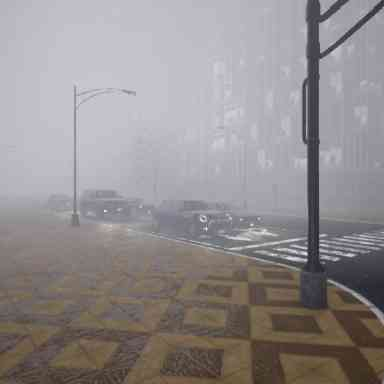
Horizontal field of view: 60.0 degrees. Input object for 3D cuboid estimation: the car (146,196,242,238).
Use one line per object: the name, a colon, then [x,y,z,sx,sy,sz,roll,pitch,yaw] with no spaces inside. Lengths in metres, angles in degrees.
car: [-0.048,1.124,16.512,2.097,1.767,4.553,0,1,-38]

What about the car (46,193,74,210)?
car: [-13.032,0.879,32.984,2.128,1.511,4.902,0,1,-38]

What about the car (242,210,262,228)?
car: [1.613,1.289,19.706,2.033,1.411,5.357,0,1,-36]

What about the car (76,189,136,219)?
car: [-6.624,0.800,24.845,2.150,2.045,5.566,0,1,-38]

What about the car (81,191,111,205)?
car: [-12.514,0.717,43.150,1.882,1.535,5.008,0,1,-38]

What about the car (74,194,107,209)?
car: [-10.856,0.937,35.476,1.994,1.385,4.181,0,1,-38]

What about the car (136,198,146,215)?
car: [-4.696,1.157,27.642,1.895,1.301,4.718,0,1,-38]
